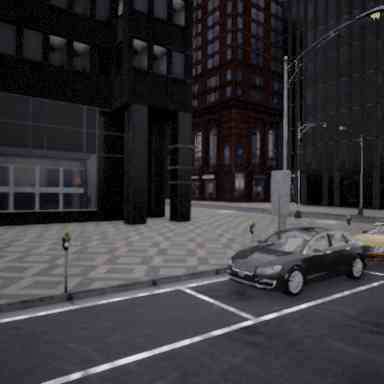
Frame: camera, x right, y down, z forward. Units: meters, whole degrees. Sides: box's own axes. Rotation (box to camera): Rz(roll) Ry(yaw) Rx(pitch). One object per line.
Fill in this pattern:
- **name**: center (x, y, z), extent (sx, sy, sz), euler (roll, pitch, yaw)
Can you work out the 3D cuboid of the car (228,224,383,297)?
- **car**: center (2.893, 1.622, 8.713), extent (4.403, 1.369, 2.008), euler (1, 0, -36)
